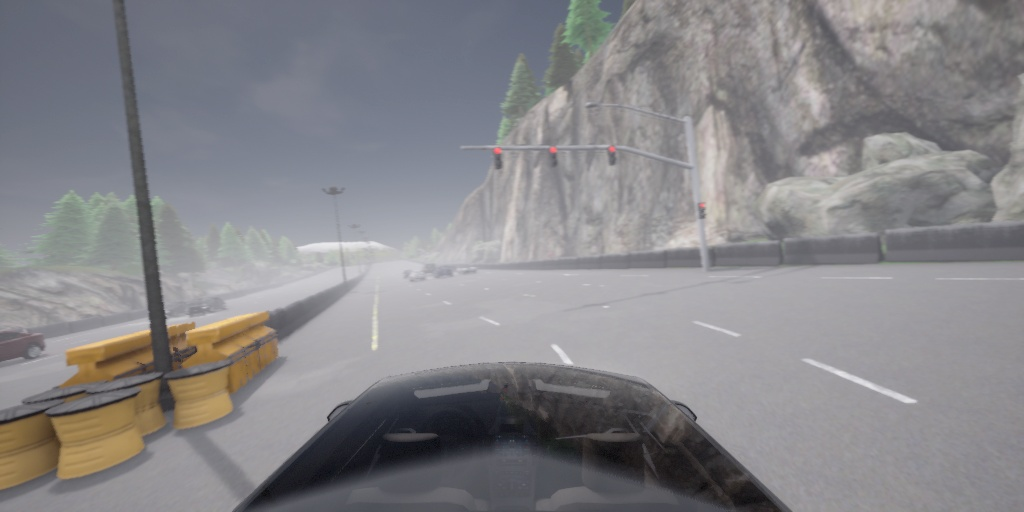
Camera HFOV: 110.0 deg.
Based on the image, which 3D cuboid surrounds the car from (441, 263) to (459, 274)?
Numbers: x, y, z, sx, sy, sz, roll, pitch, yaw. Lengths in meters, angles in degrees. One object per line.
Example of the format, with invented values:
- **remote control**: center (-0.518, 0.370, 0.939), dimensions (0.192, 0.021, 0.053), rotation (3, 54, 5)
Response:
- **car**: center (-11.129, 2.231, 64.360), dimensions (2.128, 1.511, 4.902), rotation (-7, 1, -20)

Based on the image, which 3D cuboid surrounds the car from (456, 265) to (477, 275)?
- **car**: center (-6.531, 1.966, 51.972), dimensions (1.895, 1.301, 4.718), rotation (-7, 1, -20)

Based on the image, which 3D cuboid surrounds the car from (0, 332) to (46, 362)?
- **car**: center (-22.583, 4.048, 14.953), dimensions (1.882, 1.535, 5.008), rotation (-7, 0, -21)

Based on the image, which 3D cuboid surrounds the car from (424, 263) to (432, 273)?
- **car**: center (-14.632, 2.385, 63.722), dimensions (2.150, 2.045, 5.566), rotation (-7, 1, -20)

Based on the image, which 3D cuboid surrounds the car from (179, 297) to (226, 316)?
- **car**: center (-30.169, 4.905, 35.461), dimensions (1.837, 1.490, 4.892), rotation (-7, 1, -20)

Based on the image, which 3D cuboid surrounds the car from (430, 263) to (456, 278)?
- **car**: center (-9.847, 2.127, 50.843), dimensions (2.097, 1.767, 4.553), rotation (-7, 1, -20)

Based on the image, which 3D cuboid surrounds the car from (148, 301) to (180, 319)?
- **car**: center (-33.974, 5.366, 35.742), dimensions (1.837, 1.490, 4.892), rotation (-7, 0, -20)

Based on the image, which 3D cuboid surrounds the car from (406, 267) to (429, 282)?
- **car**: center (-13.229, 2.720, 50.026), dimensions (1.812, 1.442, 4.674), rotation (-7, 1, -20)
